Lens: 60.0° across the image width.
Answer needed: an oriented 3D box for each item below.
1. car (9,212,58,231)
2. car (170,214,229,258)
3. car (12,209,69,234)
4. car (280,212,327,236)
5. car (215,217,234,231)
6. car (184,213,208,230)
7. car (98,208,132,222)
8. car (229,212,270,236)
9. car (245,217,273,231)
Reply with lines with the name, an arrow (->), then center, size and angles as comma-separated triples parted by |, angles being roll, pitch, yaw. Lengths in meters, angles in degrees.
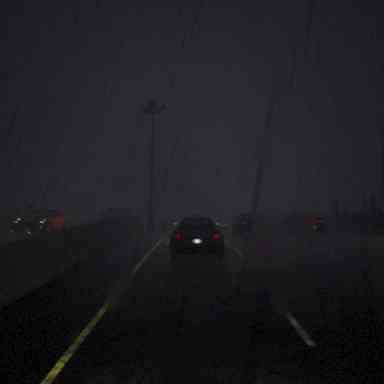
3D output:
car -> -13.799, 2.611, 29.267 | 1.837, 1.490, 4.892 | 0, -6, 1
car -> 0.192, 1.700, 13.293 | 1.994, 1.385, 4.181 | 0, -2, 0
car -> -10.396, 1.961, 23.279 | 2.097, 1.767, 4.553 | 0, -4, 1
car -> 7.257, 2.067, 22.045 | 2.128, 1.511, 4.902 | 0, -4, 0
car -> 3.896, 4.030, 41.030 | 1.882, 1.535, 5.008 | 0, -8, 0
car -> 0.331, 2.914, 32.008 | 2.128, 1.511, 4.902 | 0, -6, 0
car -> -6.785, 2.411, 30.067 | 2.150, 2.045, 5.566 | 0, -6, 0
car -> 3.742, 2.067, 21.688 | 1.812, 1.442, 4.674 | 0, -3, 1
car -> 7.369, 3.615, 37.231 | 2.033, 1.411, 5.357 | 0, -7, 0
